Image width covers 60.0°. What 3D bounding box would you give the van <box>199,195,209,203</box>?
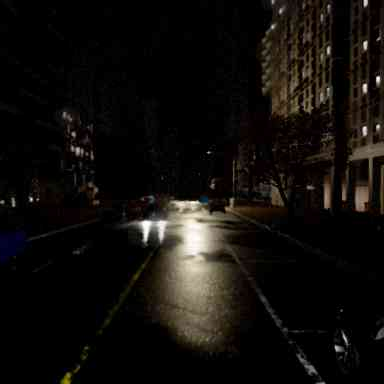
[{"bbox_3d":[2.721,1.501,70.075,1.690,1.788,3.998,-1,0,0],"label":"van"}]

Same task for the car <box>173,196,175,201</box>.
[{"bbox_3d":[-5.640,1.784,92.579,2.008,1.369,4.403,-1,0,0],"label":"car"}]

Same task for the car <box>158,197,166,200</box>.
[{"bbox_3d":[-5.666,1.657,53.203,1.887,1.381,4.507,-1,0,0],"label":"car"}]

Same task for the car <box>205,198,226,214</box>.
[{"bbox_3d":[2.703,1.651,36.324,1.802,1.307,4.206,-1,0,0],"label":"car"}]

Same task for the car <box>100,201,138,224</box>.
[{"bbox_3d":[-5.685,1.595,25.079,2.008,1.369,4.403,-1,0,0],"label":"car"}]

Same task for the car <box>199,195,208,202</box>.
[{"bbox_3d":[2.730,1.636,81.324,1.967,1.590,4.097,-1,0,0],"label":"car"}]

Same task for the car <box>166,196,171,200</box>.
[{"bbox_3d":[-5.658,1.694,64.454,2.008,1.369,4.403,-1,0,0],"label":"car"}]

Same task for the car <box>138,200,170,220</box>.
[{"bbox_3d":[-3.011,1.615,28.337,1.994,1.385,4.181,0,0,1],"label":"car"}]

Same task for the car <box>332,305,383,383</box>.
[{"bbox_3d":[2.681,1.570,2.573,1.947,1.339,4.313,-1,0,0],"label":"car"}]

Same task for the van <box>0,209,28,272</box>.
[{"bbox_3d":[-5.699,1.354,8.204,1.690,1.788,3.998,-1,0,0],"label":"van"}]

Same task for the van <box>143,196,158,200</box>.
[{"bbox_3d":[-5.677,1.424,41.954,1.690,1.788,3.998,-1,0,0],"label":"van"}]

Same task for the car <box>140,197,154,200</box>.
[{"bbox_3d":[-5.677,1.614,36.329,1.887,1.381,4.507,-1,0,0],"label":"car"}]

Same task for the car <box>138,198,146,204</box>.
[{"bbox_3d":[-5.682,1.581,30.534,1.752,1.417,4.829,-1,0,0],"label":"car"}]

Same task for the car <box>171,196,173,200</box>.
[{"bbox_3d":[-5.655,1.711,70.079,2.008,1.369,4.403,-1,0,0],"label":"car"}]
